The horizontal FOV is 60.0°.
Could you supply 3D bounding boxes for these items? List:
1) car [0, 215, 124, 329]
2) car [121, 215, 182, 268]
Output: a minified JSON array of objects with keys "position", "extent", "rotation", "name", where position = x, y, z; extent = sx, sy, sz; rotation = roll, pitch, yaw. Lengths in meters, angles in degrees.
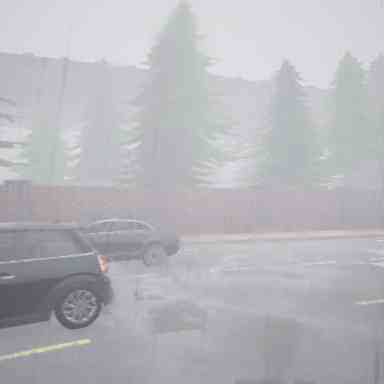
[{"position":[-3.709,1.315,5.500],"extent":[4.553,1.767,2.097],"rotation":[1,0,-29],"name":"car"},{"position":[-2.724,1.470,10.080],"extent":[4.902,1.511,2.128],"rotation":[1,0,-22],"name":"car"}]
